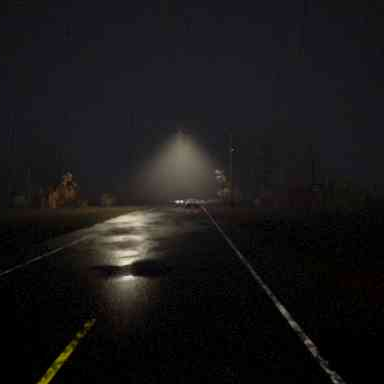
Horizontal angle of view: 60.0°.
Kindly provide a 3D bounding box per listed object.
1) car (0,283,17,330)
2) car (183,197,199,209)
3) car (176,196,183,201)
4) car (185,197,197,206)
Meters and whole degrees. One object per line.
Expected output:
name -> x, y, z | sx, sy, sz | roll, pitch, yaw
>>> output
car -> -3.607, 1.607, 2.868 | 1.895, 1.301, 4.718 | 0, 0, 0
car -> 0.012, 1.700, 47.201 | 1.895, 1.301, 4.718 | 0, 0, -1
car -> -3.319, 1.718, 90.740 | 2.128, 1.511, 4.902 | 0, 0, 2
car -> -0.113, 1.619, 60.356 | 2.128, 1.511, 4.902 | 0, 0, 0
